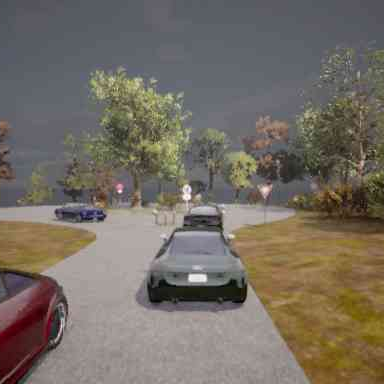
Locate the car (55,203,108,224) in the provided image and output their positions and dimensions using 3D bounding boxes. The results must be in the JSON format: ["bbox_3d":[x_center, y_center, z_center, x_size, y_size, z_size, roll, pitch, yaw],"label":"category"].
[{"bbox_3d":[-7.927,1.470,23.614,1.895,1.301,4.718,0,0,-44],"label":"car"}]

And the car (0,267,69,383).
[{"bbox_3d":[-2.855,1.541,3.364,1.994,1.385,4.181,0,0,0],"label":"car"}]

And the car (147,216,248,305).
[{"bbox_3d":[0.123,1.519,8.042,1.994,1.385,4.181,0,0,1],"label":"car"}]

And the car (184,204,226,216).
[{"bbox_3d":[0.711,1.381,17.340,1.882,1.535,5.008,0,0,7],"label":"car"}]
